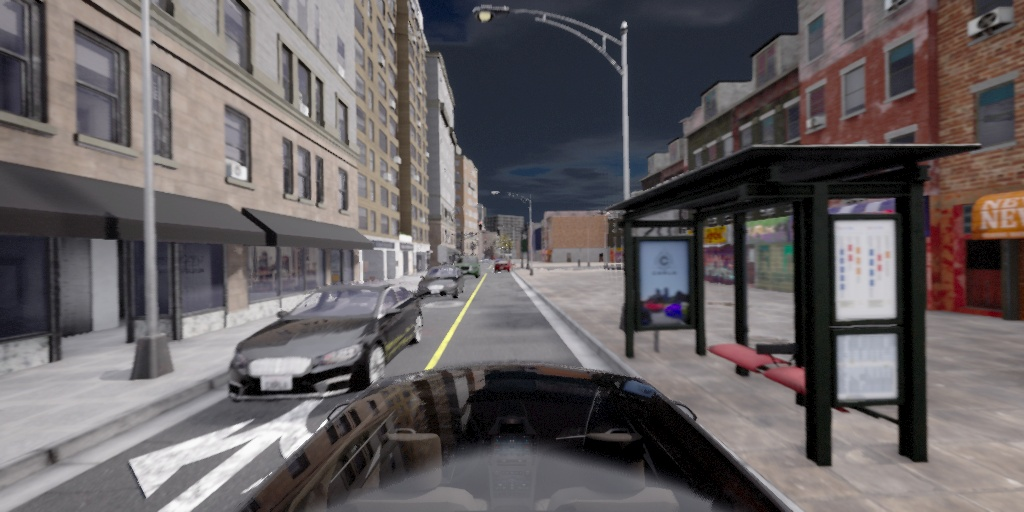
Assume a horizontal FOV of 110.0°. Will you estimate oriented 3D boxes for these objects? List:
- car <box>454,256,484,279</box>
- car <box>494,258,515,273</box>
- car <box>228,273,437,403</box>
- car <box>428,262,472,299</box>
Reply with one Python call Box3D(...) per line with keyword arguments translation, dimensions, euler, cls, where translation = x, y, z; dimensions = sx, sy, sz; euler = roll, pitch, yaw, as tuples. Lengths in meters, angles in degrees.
Box3D(translation=(-4.056, 1.028, 33.240), dimensions=(2.150, 2.045, 5.566), euler=(-1, 0, -2), cls="car")
Box3D(translation=(-0.902, 1.226, 44.146), dimensions=(1.882, 1.535, 5.008), euler=(-1, 0, 8), cls="car")
Box3D(translation=(-2.979, 1.291, 6.824), dimensions=(2.128, 1.511, 4.902), euler=(-1, 0, -2), cls="car")
Box3D(translation=(-3.450, 1.292, 18.158), dimensions=(2.128, 1.511, 4.902), euler=(-1, 0, -2), cls="car")
